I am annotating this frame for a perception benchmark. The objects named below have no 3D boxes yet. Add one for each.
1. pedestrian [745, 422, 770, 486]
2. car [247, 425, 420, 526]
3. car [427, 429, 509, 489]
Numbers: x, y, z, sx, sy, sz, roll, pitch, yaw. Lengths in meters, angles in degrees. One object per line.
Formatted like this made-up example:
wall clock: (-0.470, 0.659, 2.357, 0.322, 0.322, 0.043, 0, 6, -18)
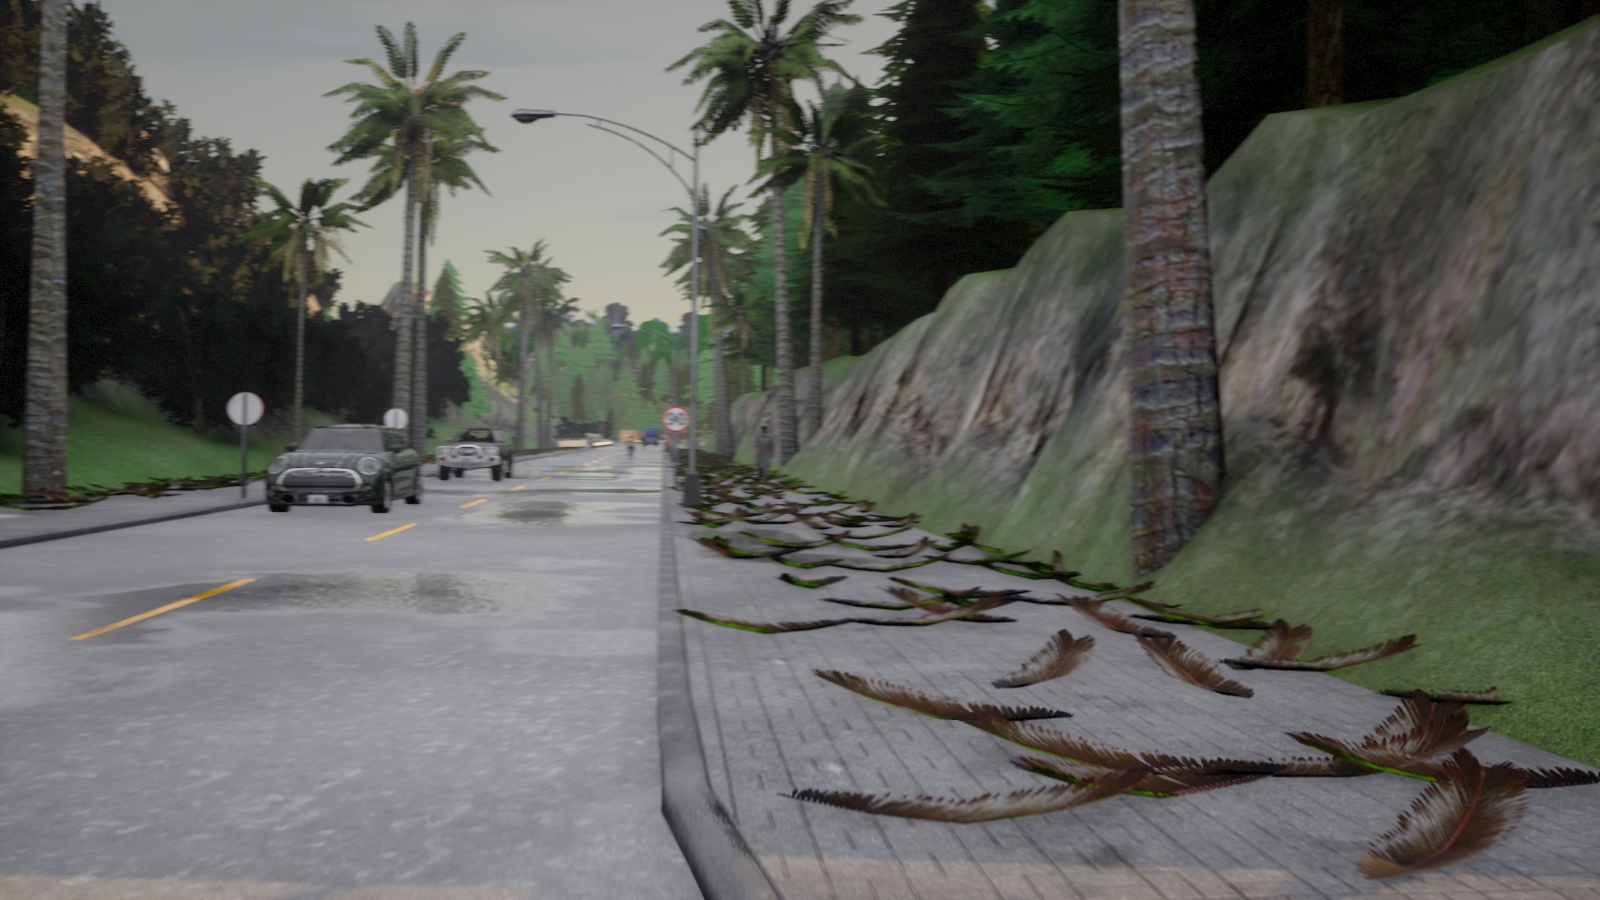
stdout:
pedestrian: (-1.317, 0.117, 39.070, 0.659, 1.952, 0.873, 0, 0, -10)
car: (-8.907, 0.433, 24.417, 2.097, 1.767, 4.553, 0, 0, -7)
car: (-10.840, 0.260, 41.311, 1.932, 1.855, 4.605, 0, 1, -7)
